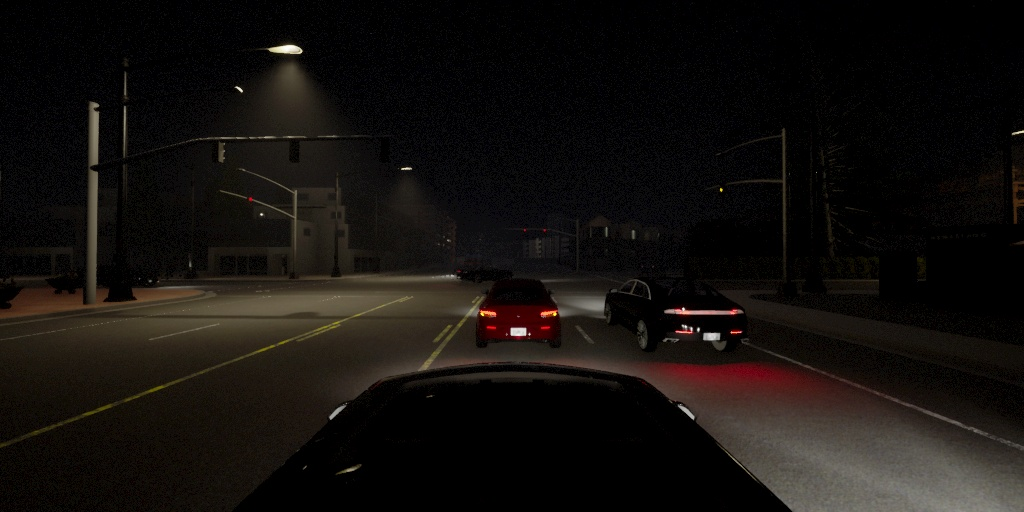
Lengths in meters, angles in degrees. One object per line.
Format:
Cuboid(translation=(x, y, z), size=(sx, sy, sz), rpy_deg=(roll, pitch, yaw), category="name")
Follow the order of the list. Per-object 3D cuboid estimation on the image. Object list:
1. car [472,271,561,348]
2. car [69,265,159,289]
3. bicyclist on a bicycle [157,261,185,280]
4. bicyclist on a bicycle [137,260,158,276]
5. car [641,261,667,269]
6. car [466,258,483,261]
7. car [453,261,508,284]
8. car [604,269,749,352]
Cuboid(translation=(0.163, 1.288, 9.149), size=(1.812, 1.442, 4.674), rpy_deg=(0, 0, 1), category="car")
Cuboid(translation=(-25.854, 1.328, 23.294), size=(4.892, 1.490, 1.837), rpy_deg=(1, -1, 1), category="car")
Cuboid(translation=(-29.295, 1.231, 31.027), size=(1.656, 1.620, 0.582), rpy_deg=(1, -1, -22), category="bicyclist on a bicycle")
Cuboid(translation=(-31.164, 1.129, 31.271), size=(1.656, 1.620, 0.582), rpy_deg=(27, 4, -26), category="bicyclist on a bicycle")
Cuboid(translation=(20.098, 1.545, 50.563), size=(4.553, 1.767, 2.097), rpy_deg=(1, -1, -45), category="car")
Cuboid(translation=(-6.394, 1.362, 57.596), size=(2.150, 2.045, 5.566), rpy_deg=(0, 0, 1), category="car")
Cuboid(translation=(-2.065, 1.393, 28.152), size=(4.902, 1.511, 2.128), rpy_deg=(1, -1, -40), category="car")
Cuboid(translation=(3.654, 1.250, 8.904), size=(2.128, 1.511, 4.902), rpy_deg=(0, 0, 1), category="car")
